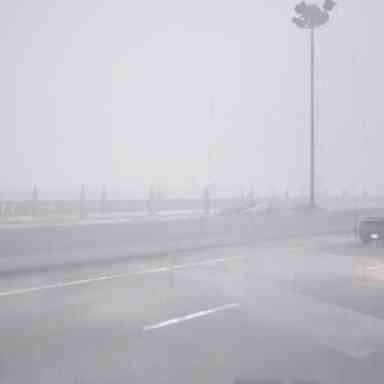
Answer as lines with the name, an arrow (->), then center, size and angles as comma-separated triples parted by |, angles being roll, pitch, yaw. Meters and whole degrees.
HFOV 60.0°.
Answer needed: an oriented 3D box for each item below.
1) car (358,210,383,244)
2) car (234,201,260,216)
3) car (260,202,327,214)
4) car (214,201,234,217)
car -> 9.224, 1.504, 14.622 | 4.892, 1.490, 1.837 | 0, 0, -35
car -> 5.726, 1.525, 25.270 | 4.674, 1.442, 1.812 | 0, 0, -35
car -> 7.018, 1.504, 21.893 | 4.892, 1.490, 1.837 | 0, 0, -35
car -> 4.091, 1.491, 28.402 | 4.902, 1.511, 2.128 | 0, 0, -35
